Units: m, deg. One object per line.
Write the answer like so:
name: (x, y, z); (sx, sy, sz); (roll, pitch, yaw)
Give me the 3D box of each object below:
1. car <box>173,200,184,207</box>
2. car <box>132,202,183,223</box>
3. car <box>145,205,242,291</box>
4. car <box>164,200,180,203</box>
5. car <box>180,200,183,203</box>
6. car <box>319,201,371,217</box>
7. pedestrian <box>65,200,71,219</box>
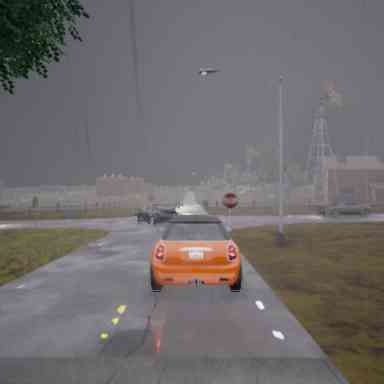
car: (-2.773, 2.290, 68.114); (1.994, 1.385, 4.181); (0, -1, 0)
car: (-2.858, 1.693, 25.117); (1.837, 1.490, 4.892); (3, -1, -33)
car: (0.093, 1.412, 9.377); (2.097, 1.767, 4.553); (0, 0, 0)
car: (-2.856, 1.854, 42.230); (1.837, 1.490, 4.892); (0, -1, 0)
car: (-2.845, 2.047, 53.912); (2.033, 1.411, 5.357); (0, -1, 1)
car: (13.494, 1.464, 29.505); (4.181, 1.385, 1.994); (-1, 1, -1)
pedestrian: (-12.165, 1.684, 32.637); (0.375, 1.860, 0.375); (0, 2, 0)
